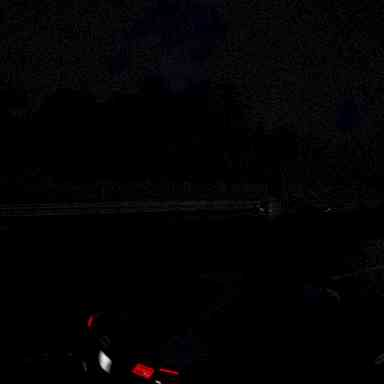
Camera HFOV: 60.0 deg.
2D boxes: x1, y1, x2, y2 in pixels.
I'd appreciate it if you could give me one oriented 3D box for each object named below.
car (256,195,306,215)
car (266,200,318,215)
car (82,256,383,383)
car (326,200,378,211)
[{"bbox_3d":[8.553,1.257,31.285,5.566,2.045,2.150,0,0,-34],"label":"car"},{"bbox_3d":[8.368,1.591,26.907,4.181,1.385,1.994,0,0,-34],"label":"car"},{"bbox_3d":[0.807,1.563,4.301,4.181,1.385,1.994,0,0,-35],"label":"car"},{"bbox_3d":[12.144,1.387,25.252,4.553,1.767,2.097,0,0,-34],"label":"car"}]
